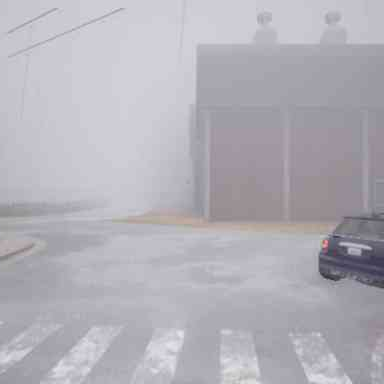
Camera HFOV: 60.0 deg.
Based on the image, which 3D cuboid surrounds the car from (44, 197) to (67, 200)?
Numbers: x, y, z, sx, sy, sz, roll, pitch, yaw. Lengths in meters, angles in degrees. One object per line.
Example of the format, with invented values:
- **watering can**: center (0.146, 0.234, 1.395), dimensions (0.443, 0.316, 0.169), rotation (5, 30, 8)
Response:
- **car**: center (-31.651, 1.811, 77.017), dimensions (4.718, 1.301, 1.895), rotation (0, 0, 1)

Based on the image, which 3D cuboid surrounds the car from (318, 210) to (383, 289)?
- **car**: center (5.282, 1.277, 8.166), dimensions (4.553, 1.767, 2.097), rotation (0, 0, -31)
